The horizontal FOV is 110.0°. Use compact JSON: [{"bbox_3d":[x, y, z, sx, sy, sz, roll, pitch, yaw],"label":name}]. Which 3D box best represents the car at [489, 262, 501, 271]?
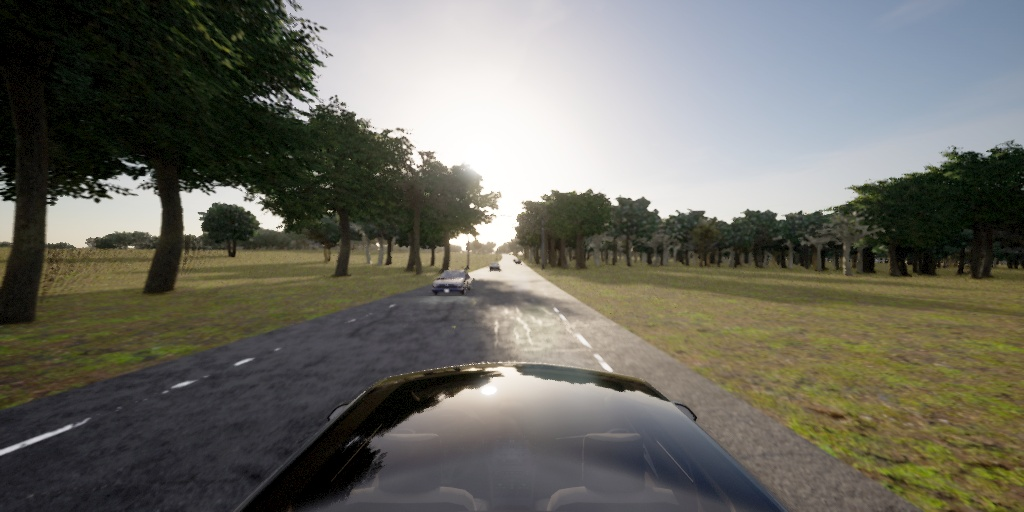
[{"bbox_3d":[-3.078,1.819,64.025,1.882,1.535,5.008,0,0,1],"label":"car"}]

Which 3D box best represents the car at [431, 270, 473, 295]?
[{"bbox_3d":[-3.550,1.549,22.202,2.033,1.411,5.357,0,-1,0],"label":"car"}]
